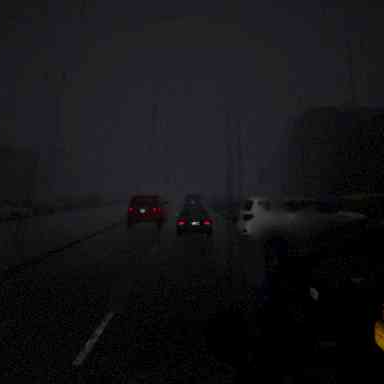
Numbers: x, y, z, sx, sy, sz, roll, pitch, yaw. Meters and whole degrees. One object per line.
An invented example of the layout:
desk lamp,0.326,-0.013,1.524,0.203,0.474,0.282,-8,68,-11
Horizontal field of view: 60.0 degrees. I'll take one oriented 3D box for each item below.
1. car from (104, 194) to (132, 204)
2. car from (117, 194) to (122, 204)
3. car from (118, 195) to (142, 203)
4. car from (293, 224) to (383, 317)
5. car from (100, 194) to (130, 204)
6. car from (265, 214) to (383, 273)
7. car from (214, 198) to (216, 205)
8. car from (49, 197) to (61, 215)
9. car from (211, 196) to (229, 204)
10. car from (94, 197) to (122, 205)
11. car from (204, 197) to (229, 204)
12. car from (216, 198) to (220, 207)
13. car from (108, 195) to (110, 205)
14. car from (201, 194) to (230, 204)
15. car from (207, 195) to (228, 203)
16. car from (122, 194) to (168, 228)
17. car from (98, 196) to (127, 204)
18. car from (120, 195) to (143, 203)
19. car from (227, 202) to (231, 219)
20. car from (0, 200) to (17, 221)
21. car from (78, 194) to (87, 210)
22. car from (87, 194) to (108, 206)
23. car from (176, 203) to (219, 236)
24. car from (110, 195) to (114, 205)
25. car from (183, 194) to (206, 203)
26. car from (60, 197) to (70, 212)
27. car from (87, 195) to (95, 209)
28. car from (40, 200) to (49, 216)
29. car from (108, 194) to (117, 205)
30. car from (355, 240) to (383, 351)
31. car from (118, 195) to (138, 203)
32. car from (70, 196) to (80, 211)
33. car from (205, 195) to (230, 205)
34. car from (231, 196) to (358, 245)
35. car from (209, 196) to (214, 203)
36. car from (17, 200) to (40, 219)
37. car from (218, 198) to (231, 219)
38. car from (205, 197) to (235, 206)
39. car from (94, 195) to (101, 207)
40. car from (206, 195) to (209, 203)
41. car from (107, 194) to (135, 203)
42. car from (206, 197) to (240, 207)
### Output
car,-15.656,1.417,70.539,5.566,2.045,2.435,0,-1,0
car,-15.666,1.568,59.514,5.008,1.535,2.097,0,0,0
car,-15.729,1.684,84.313,5.566,2.045,2.435,0,-1,0
car,4.685,1.500,6.259,4.792,1.488,2.163,0,0,0
car,-15.653,1.384,67.782,5.566,2.045,2.435,0,-1,0
car,4.688,1.496,9.037,4.792,1.488,2.163,0,0,0
car,4.731,1.514,31.395,4.674,1.452,2.002,0,0,0
car,-15.610,1.495,31.941,4.792,1.488,2.163,0,0,0
car,4.741,1.479,34.049,4.892,1.521,2.231,0,0,0
car,-15.672,1.626,62.269,4.674,1.452,2.002,0,0,0
car,4.757,1.636,64.740,4.674,1.452,2.002,0,0,0
car,4.760,1.499,28.616,4.792,1.488,2.163,0,0,0
car,-15.659,1.568,51.242,4.674,1.452,2.002,0,0,0
car,4.732,1.371,67.517,5.566,2.045,2.435,0,-1,0
car,4.735,1.500,42.511,4.892,1.521,2.231,0,0,0
car,-2.883,1.204,22.197,2.150,2.045,5.566,0,0,0
car,-15.492,1.603,65.027,5.366,1.575,1.946,0,0,0
car,-15.675,1.749,87.070,5.566,2.045,2.435,0,-1,0
car,4.722,1.503,20.280,4.674,1.452,2.002,0,0,0
car,-15.814,1.454,23.665,5.366,1.575,1.946,0,0,0
car,-15.618,1.360,40.214,4.553,1.767,2.185,0,0,0
car,-15.687,1.265,48.486,5.566,2.045,2.435,0,0,0
car,0.114,1.530,18.168,2.033,1.411,5.357,0,0,0
car,-15.694,1.571,53.999,4.792,1.488,2.163,0,0,0
car,0.128,1.228,38.077,2.150,2.045,5.566,0,0,0
car,-15.640,1.512,34.663,4.674,1.452,2.002,0,0,0
car,-15.647,1.494,42.971,5.008,1.535,2.097,0,0,0
car,-15.607,1.492,29.186,4.792,1.488,2.163,0,0,0
car,-15.699,1.429,56.757,4.553,1.767,2.185,0,0,0
car,4.898,1.471,3.479,5.366,1.575,1.946,0,0,0
car,-15.728,1.745,81.556,4.553,1.767,2.185,0,-1,0
car,-15.675,1.507,37.457,4.792,1.488,2.163,0,0,0
car,4.725,1.452,61.963,4.553,1.767,2.185,0,0,0
car,4.749,1.211,14.597,5.566,2.045,2.435,0,0,0
car,4.769,1.520,39.733,4.792,1.488,2.163,0,0,0
car,-15.448,1.456,26.428,5.366,1.575,1.946,0,0,0
car,4.736,1.467,25.836,4.892,1.521,2.231,0,0,0
car,4.758,1.551,56.282,4.892,1.521,2.231,0,0,0
car,-15.626,1.534,45.726,4.792,1.488,2.163,0,0,0
car,4.749,1.507,45.291,5.008,1.535,2.097,0,0,0
car,-15.659,1.459,73.292,5.566,2.045,2.435,0,-1,0
car,4.935,1.535,53.502,5.366,1.575,1.946,0,0,0
